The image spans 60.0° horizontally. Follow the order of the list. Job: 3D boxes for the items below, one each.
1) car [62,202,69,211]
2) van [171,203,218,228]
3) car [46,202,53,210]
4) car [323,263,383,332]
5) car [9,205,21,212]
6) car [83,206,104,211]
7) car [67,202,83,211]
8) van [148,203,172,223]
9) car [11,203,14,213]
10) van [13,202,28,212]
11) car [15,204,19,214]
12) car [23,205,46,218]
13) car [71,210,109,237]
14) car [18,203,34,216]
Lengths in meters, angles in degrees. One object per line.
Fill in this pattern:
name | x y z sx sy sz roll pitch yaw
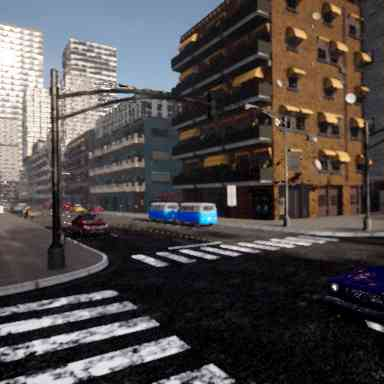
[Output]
car | -26.395 3.023 68.938 2.192 1.841 5.009 -2 -1 -32
van | 0.319 1.770 26.195 1.690 1.788 3.998 -2 -1 -32
car | -32.331 3.308 78.436 2.192 1.841 5.009 -2 -1 -32
car | 4.562 1.639 5.992 4.718 1.301 1.895 0 -1 -31
car | -39.449 3.639 74.012 2.008 1.369 4.403 -2 -1 -32
car | -14.513 2.721 49.939 1.802 1.307 4.206 -2 -1 -32
car | -20.541 2.953 59.582 1.752 1.417 4.829 -2 -1 -32
van | -2.649 1.912 30.944 1.690 1.788 3.998 -2 -1 -32
car | -36.474 3.261 69.273 2.192 1.841 5.009 -2 -1 -32
van | -30.518 3.002 59.787 1.690 1.788 3.998 -2 -1 -32
car | -27.542 3.069 55.036 2.008 1.369 4.403 -2 -1 -32
car | -21.606 2.816 45.538 1.802 1.307 4.206 -2 -1 -32
car | -6.765 2.105 21.792 1.802 1.307 4.206 -2 -1 -32
car | -24.578 2.816 50.288 1.967 1.590 4.097 -2 -1 -32
